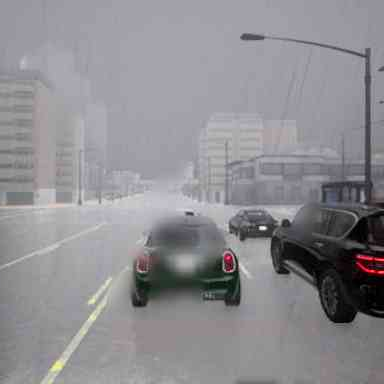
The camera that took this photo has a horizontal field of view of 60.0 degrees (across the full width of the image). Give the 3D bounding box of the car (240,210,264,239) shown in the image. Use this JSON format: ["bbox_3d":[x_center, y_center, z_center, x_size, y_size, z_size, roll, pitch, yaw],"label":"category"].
[{"bbox_3d":[3.047,1.565,16.697,1.994,1.385,4.181,0,0,-3],"label":"car"}]

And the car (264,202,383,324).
[{"bbox_3d":[3.394,1.222,7.303,2.150,2.045,5.566,0,0,-1],"label":"car"}]

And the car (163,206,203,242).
[{"bbox_3d":[-0.491,1.526,17.310,1.812,1.442,4.674,0,0,-2],"label":"car"}]

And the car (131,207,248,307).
[{"bbox_3d":[-0.154,1.352,8.162,2.097,1.767,4.553,0,0,-1],"label":"car"}]
